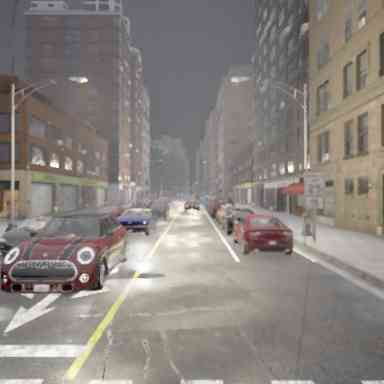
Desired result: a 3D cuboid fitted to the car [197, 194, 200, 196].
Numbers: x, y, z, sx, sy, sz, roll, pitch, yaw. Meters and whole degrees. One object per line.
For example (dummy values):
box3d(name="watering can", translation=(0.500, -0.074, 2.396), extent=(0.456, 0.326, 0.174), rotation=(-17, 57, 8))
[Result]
box3d(name="car", translation=(2.661, 1.755, 79.518), extent=(1.752, 1.417, 4.829), rotation=(0, 0, 0))

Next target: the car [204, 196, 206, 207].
box3d(name="car", translation=(2.671, 1.497, 35.289), extent=(1.967, 1.590, 4.097), rotation=(0, 0, 0))

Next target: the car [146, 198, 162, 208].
box3d(name="car", translation=(-5.859, 1.681, 51.818), extent=(1.947, 1.339, 4.313), rotation=(0, 0, 0))

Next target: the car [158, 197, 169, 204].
box3d(name="car", translation=(-5.862, 1.708, 68.175), extent=(1.752, 1.417, 4.829), rotation=(0, 0, 0))

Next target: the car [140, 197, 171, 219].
box3d(name="car", translation=(-3.009, 1.522, 29.303), extent=(1.882, 1.535, 5.008), rotation=(0, 0, 0))

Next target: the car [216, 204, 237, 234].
box3d(name="car", translation=(2.675, 1.587, 18.767), extent=(1.947, 1.339, 4.313), rotation=(0, 0, 0))

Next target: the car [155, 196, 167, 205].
box3d(name="car", translation=(-5.861, 1.600, 62.836), extent=(1.967, 1.590, 4.097), rotation=(0, 0, 0))

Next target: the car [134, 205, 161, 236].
box3d(name="car", translation=(-3.077, 1.624, 18.836), extent=(1.895, 1.301, 4.718), rotation=(0, 0, 0))

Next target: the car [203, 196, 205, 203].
box3d(name="car", translation=(2.670, 1.513, 40.795), extent=(1.967, 1.590, 4.097), rotation=(0, 0, 0))

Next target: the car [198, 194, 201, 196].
box3d(name="car", translation=(2.663, 1.730, 68.333), extent=(2.008, 1.369, 4.403), rotation=(0, 0, 0))

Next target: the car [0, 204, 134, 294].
box3d(name="car", translation=(-3.076, 1.362, 8.996), extent=(2.097, 1.767, 4.553), rotation=(0, 0, 0))

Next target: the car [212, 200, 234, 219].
box3d(name="car", translation=(2.673, 1.557, 24.444), extent=(1.752, 1.417, 4.829), rotation=(0, 0, 0))

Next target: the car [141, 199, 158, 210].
box3d(name="car", translation=(-5.857, 1.677, 46.310), extent=(1.802, 1.307, 4.206), rotation=(0, 0, 0))

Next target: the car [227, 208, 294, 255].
box3d(name="car", translation=(2.676, 1.557, 13.260), extent=(1.887, 1.381, 4.507), rotation=(0, 0, 0))

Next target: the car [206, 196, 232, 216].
box3d(name="car", translation=(2.673, 1.358, 29.782), extent=(2.192, 1.841, 5.009), rotation=(0, 0, 0))

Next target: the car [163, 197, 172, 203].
box3d(name="car", translation=(-5.865, 1.799, 79.362), extent=(1.947, 1.339, 4.313), rotation=(0, 0, 0))

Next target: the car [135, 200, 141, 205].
box3d(name="car", translation=(-5.854, 1.629, 29.786), extent=(1.802, 1.307, 4.206), rotation=(0, 0, 0))

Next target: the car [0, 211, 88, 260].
box3d(name="car", translation=(-5.850, 1.567, 13.261), extent=(2.008, 1.369, 4.403), rotation=(0, 0, 0))

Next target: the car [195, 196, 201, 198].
box3d(name="car", translation=(-0.004, 1.673, 50.756), extent=(1.994, 1.385, 4.181), rotation=(0, 0, 0))

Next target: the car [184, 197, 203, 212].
box3d(name="car", translation=(-0.001, 1.675, 40.781), extent=(1.895, 1.301, 4.718), rotation=(0, 0, 0))

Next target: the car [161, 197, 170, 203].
box3d(name="car", translation=(-5.864, 1.790, 73.853), extent=(1.802, 1.307, 4.206), rotation=(0, 0, 0))
